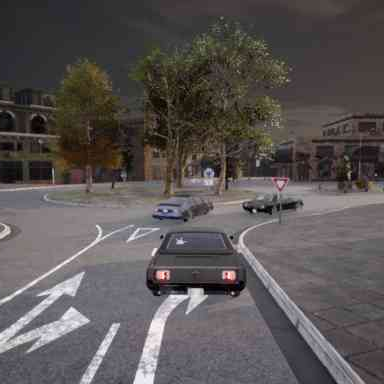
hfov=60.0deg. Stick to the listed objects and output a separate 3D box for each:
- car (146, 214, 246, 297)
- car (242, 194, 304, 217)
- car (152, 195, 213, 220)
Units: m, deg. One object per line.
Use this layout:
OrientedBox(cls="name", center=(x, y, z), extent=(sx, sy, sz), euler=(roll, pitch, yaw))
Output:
OrientedBox(cls="car", center=(0.119, 1.496, 8.345), extent=(1.895, 1.301, 4.718), euler=(0, 2, 1))
OrientedBox(cls="car", center=(5.537, 0.760, 22.244), extent=(4.718, 1.301, 1.895), euler=(-4, 7, -43))
OrientedBox(cls="car", center=(-0.399, 0.881, 20.188), extent=(2.033, 1.411, 5.357), euler=(2, 5, 24))
